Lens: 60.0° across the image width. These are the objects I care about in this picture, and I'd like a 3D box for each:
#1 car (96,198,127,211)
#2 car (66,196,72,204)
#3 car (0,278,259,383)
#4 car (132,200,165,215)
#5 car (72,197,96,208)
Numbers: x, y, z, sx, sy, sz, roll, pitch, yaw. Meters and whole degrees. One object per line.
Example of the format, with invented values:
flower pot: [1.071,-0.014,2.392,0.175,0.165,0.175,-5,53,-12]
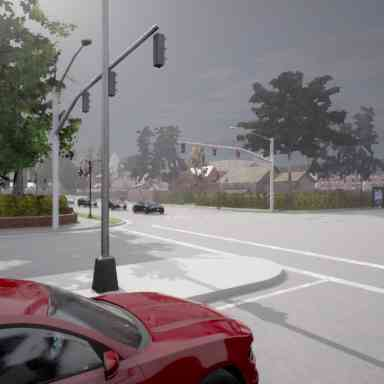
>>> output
car: [-9.776,1.492,41.600,2.128,1.511,4.902,0,0,-36]
car: [-22.045,1.526,58.579,1.812,1.442,4.674,0,0,-35]
car: [-1.637,1.478,2.600,5.008,1.535,1.882,0,0,-35]
car: [-4.546,1.564,34.388,1.994,1.385,4.181,0,0,-36]
car: [-15.710,1.492,49.794,2.128,1.511,4.902,0,0,-36]
